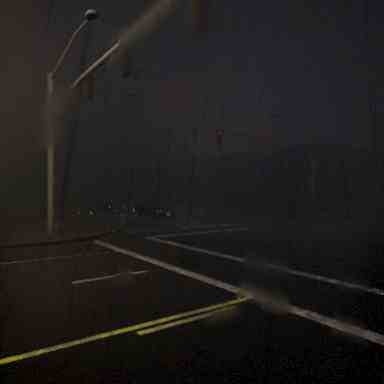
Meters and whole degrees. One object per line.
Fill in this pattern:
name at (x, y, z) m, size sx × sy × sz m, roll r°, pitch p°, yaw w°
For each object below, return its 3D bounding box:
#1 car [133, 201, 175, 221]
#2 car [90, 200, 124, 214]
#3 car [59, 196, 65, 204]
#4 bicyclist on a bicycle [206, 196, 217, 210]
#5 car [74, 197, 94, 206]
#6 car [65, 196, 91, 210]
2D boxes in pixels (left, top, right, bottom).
car at (-3.280, 1.511, 28.075) m, size 2.128 × 1.511 × 4.902 m, roll 0°, pitch 0°, yaw -36°
car at (-9.082, 1.620, 36.161) m, size 1.895 × 1.301 × 4.718 m, roll 0°, pitch 0°, yaw -36°
car at (-23.634, 1.550, 62.604) m, size 1.812 × 1.442 × 4.674 m, roll 0°, pitch 0°, yaw -36°
bicyclist on a bicycle at (2.338, 1.338, 39.086) m, size 1.656 × 1.620 × 0.582 m, roll 0°, pitch 0°, yaw -36°
car at (-17.804, 1.588, 54.567) m, size 1.994 × 1.385 × 4.181 m, roll 0°, pitch 0°, yaw -35°
car at (-14.966, 1.497, 44.375) m, size 1.882 × 1.535 × 5.008 m, roll 0°, pitch 0°, yaw -35°
